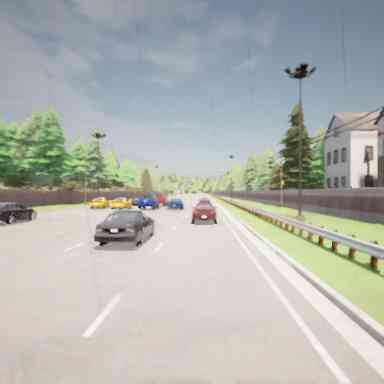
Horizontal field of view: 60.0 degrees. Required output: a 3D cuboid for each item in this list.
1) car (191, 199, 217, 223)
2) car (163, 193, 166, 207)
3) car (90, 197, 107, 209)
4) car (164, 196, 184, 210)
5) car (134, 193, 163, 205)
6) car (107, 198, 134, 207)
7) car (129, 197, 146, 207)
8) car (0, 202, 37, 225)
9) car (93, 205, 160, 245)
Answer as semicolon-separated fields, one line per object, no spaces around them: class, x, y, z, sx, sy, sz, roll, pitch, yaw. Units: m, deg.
car;0.929;1.541;25.298;1.812;1.442;4.674;0;0;2
car;-5.162;1.242;53.307;2.150;2.045;5.566;0;0;2
car;-12.412;1.480;45.832;1.882;1.535;5.008;0;0;3
car;-2.034;1.498;42.919;1.882;1.535;5.008;0;0;2
car;-5.538;1.235;42.894;2.150;2.045;5.566;0;0;2
car;-9.038;1.485;42.990;1.882;1.535;5.008;0;0;2
car;-8.661;1.578;53.403;1.994;1.385;4.181;0;0;2
car;-13.125;1.492;24.063;1.837;1.490;4.892;0;-1;2
car;-2.930;1.551;15.429;2.033;1.411;5.357;0;0;2
